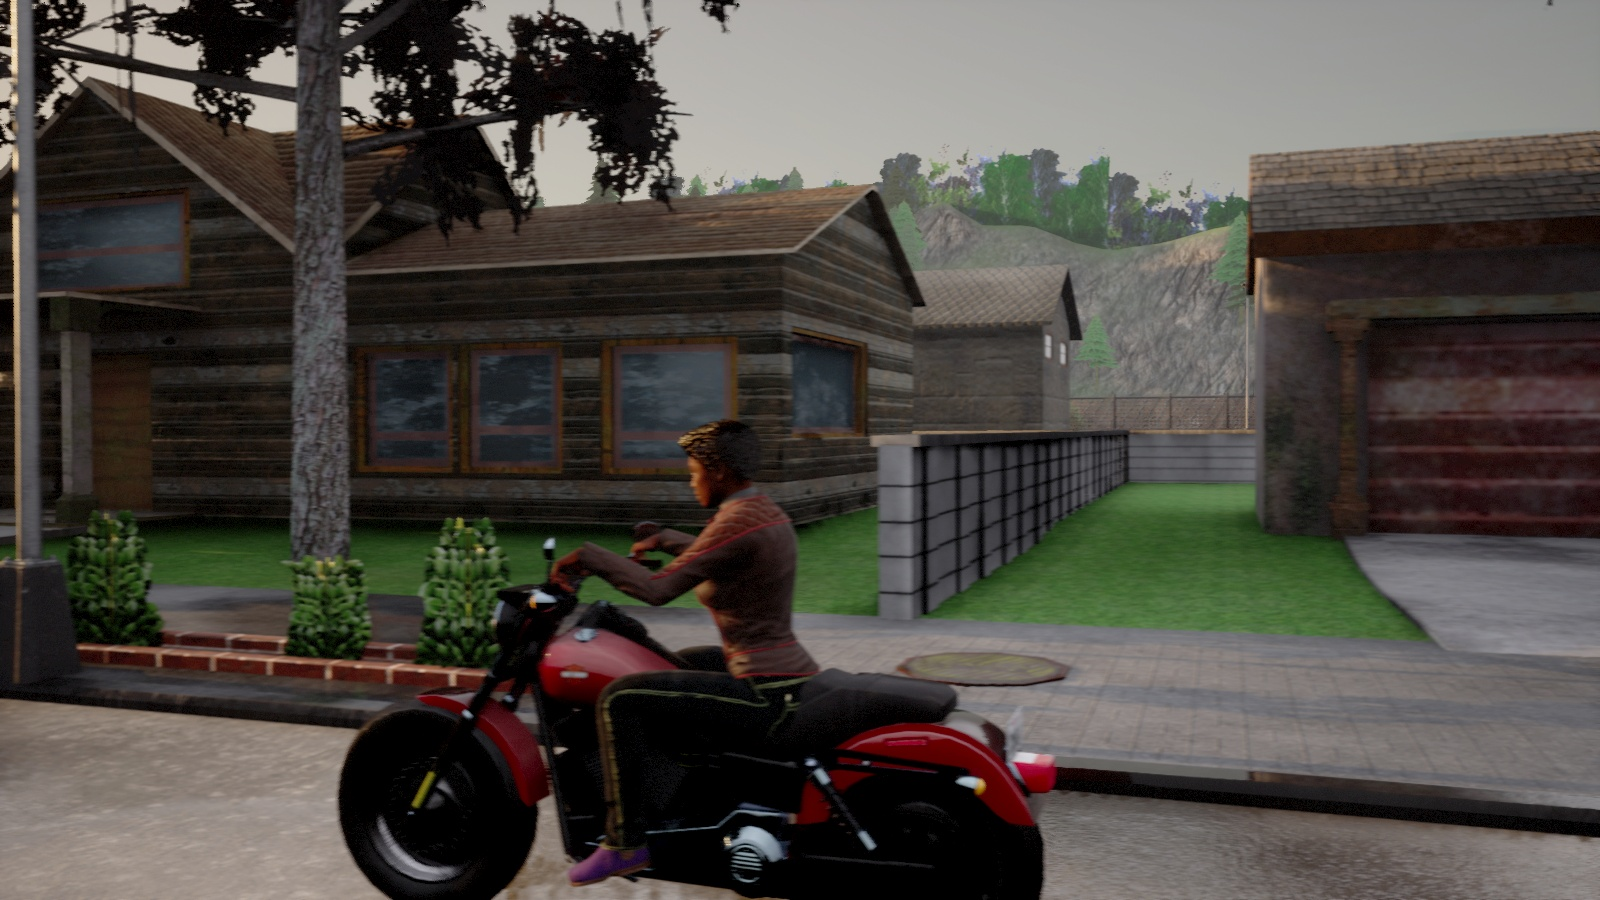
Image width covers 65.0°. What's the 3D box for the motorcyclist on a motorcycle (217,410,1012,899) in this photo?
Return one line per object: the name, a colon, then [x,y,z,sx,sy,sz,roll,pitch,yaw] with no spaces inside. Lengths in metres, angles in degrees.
motorcyclist on a motorcycle: [-0.581,0.712,3.915,2.350,1.649,0.766,0,1,19]
